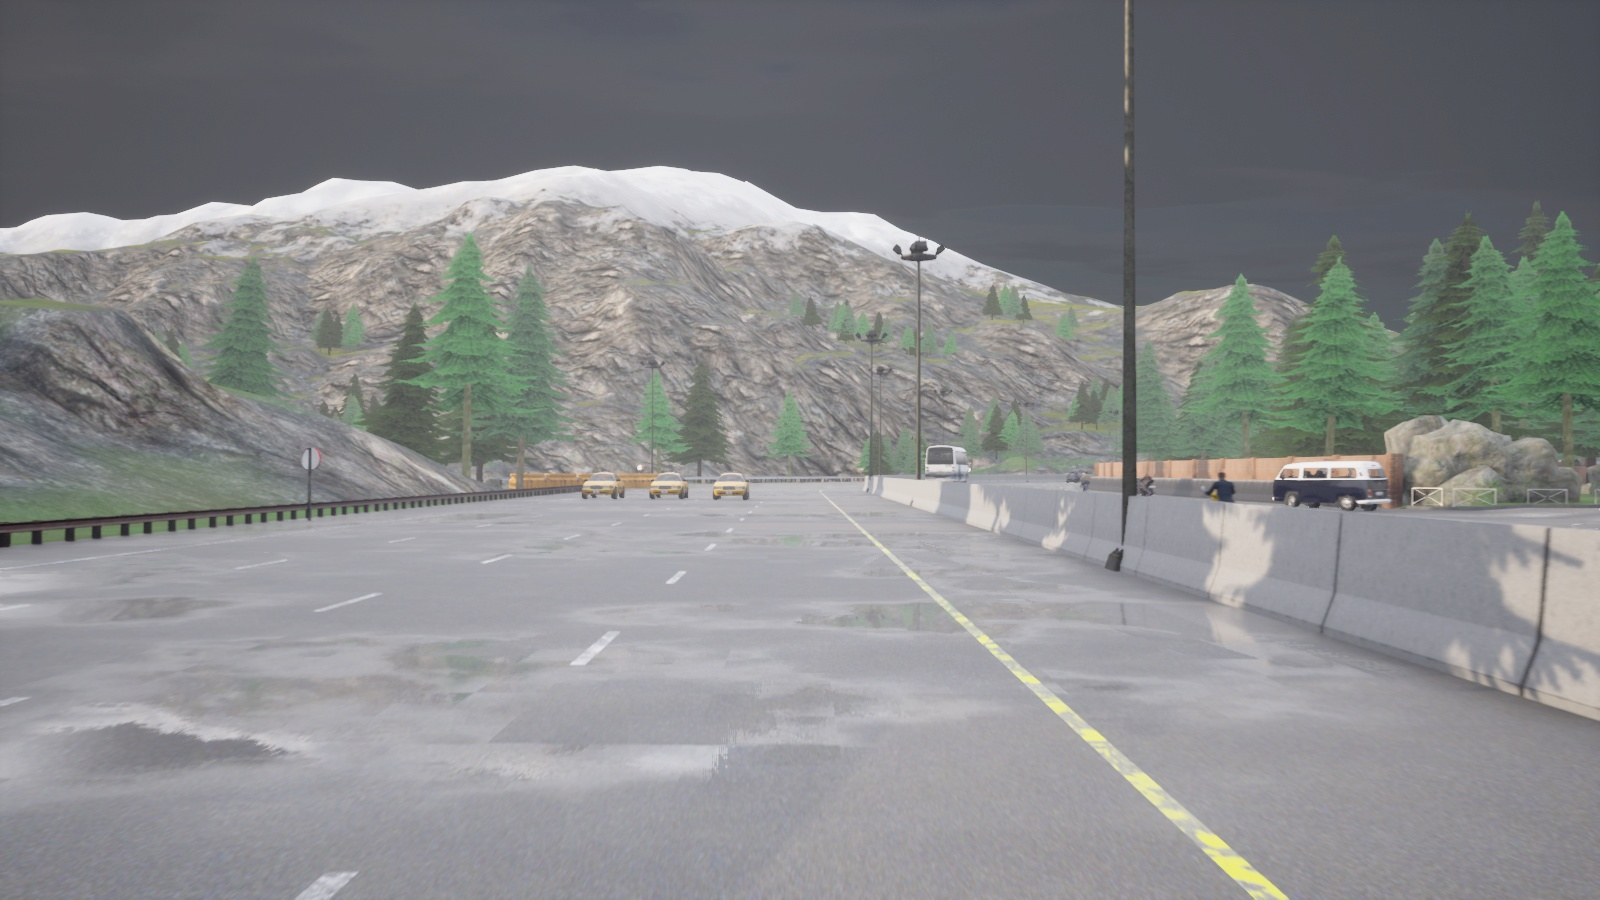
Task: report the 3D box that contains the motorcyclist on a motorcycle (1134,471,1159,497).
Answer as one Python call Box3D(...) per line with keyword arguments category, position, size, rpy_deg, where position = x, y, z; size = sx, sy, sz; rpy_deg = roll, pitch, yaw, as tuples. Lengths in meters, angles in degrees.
Box3D(category="motorcyclist on a motorcycle", position=(20.818, 2.029, 75.428), size=(0.866, 1.530, 2.191), rpy_deg=(0, 0, 0))

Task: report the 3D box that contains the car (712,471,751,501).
Box3D(category="car", position=(-3.664, 1.902, 67.704), size=(1.801, 1.575, 5.366), rpy_deg=(0, -1, 0))

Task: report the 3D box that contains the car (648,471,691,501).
Box3D(category="car", position=(-7.168, 1.943, 69.357), size=(1.801, 1.575, 5.366), rpy_deg=(0, -1, 0))

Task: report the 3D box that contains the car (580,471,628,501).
Box3D(category="car", position=(-10.667, 1.945, 68.593), size=(1.801, 1.575, 5.366), rpy_deg=(0, -1, 0))

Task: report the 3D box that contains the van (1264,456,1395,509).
Box3D(category="van", position=(21.688, 1.314, 51.588), size=(2.069, 2.038, 4.480), rpy_deg=(-1, 0, -34))
